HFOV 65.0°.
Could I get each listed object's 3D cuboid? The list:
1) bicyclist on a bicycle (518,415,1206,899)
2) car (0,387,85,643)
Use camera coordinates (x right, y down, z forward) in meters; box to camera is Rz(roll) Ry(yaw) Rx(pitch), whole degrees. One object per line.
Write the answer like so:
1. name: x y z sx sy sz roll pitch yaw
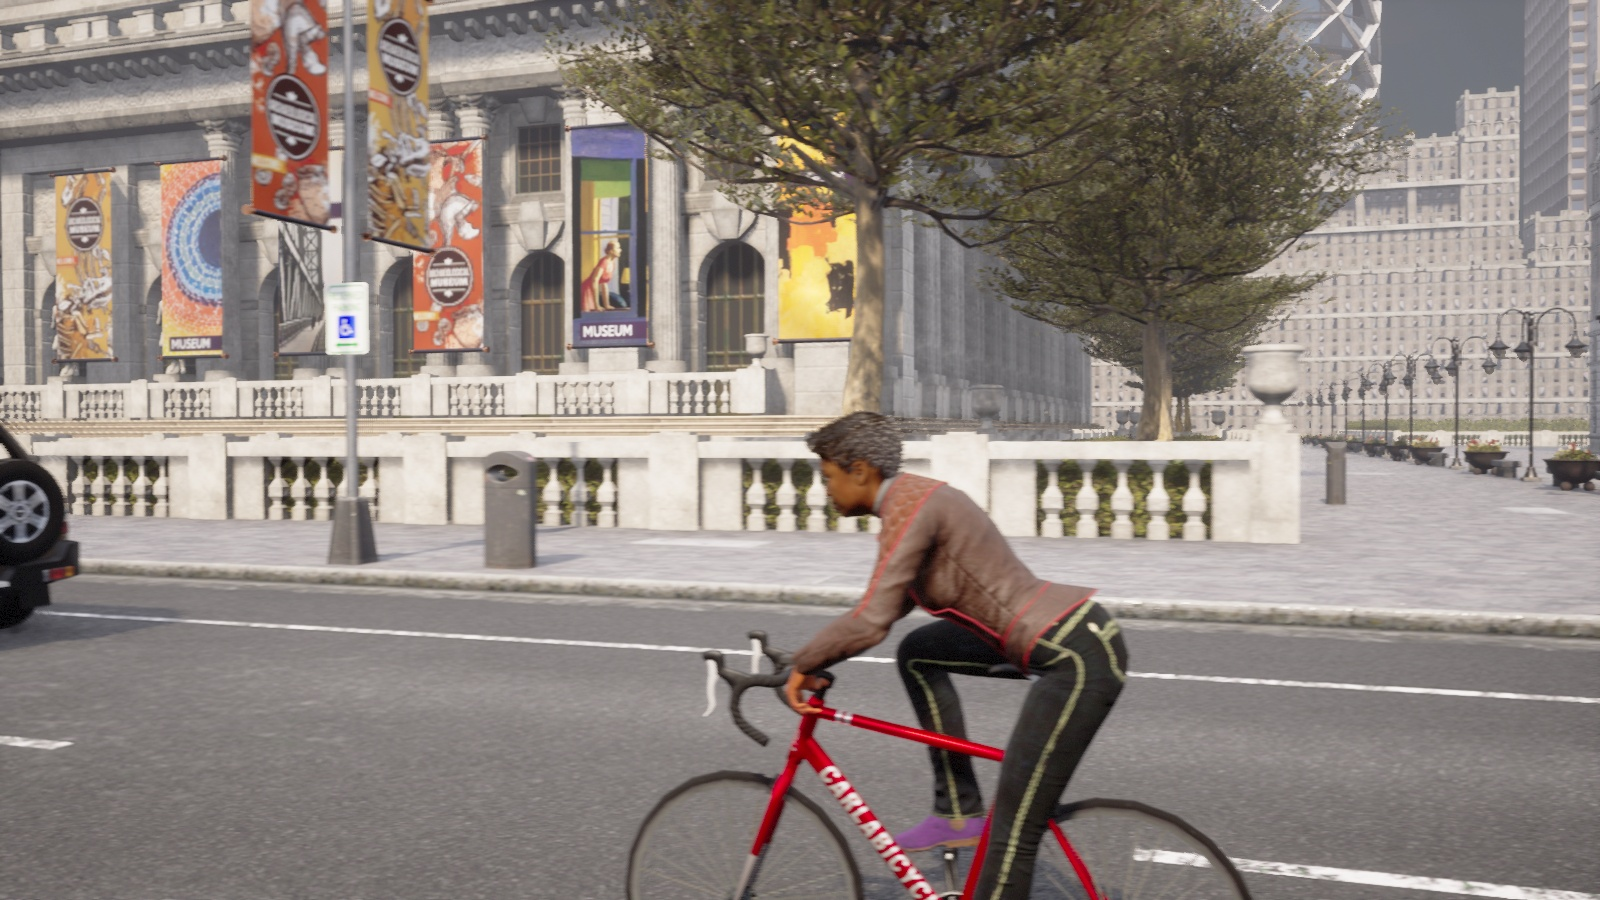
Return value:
1. bicyclist on a bicycle: 0.164 0.728 3.229 1.656 1.620 0.582 0 1 16
2. car: -8.070 0.458 9.593 4.605 1.855 1.932 1 1 18
